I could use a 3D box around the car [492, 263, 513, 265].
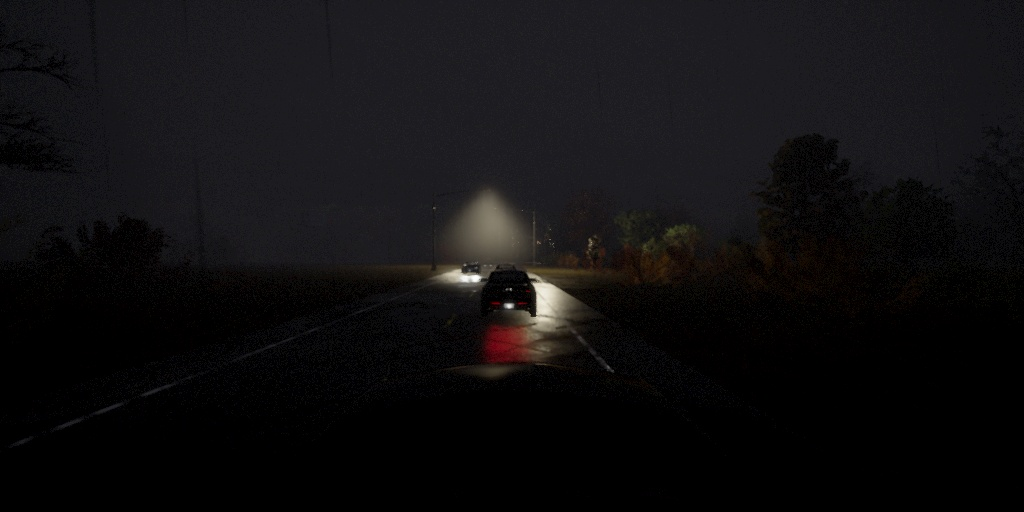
[{"bbox_3d":[-0.520,1.346,30.879,1.895,1.301,4.718,0,0,-1],"label":"car"}]

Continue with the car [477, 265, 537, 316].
[{"bbox_3d":[-0.129,1.256,13.421,1.837,1.490,4.892,0,1,-1],"label":"car"}]

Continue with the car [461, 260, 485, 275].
[{"bbox_3d":[-4.406,1.235,39.242,2.128,1.511,4.902,0,0,-1],"label":"car"}]
